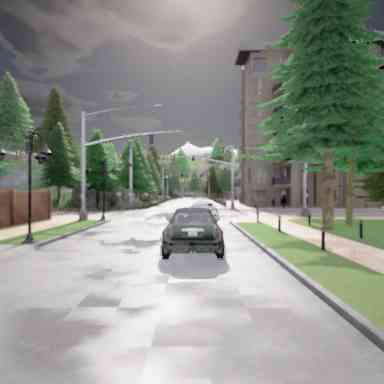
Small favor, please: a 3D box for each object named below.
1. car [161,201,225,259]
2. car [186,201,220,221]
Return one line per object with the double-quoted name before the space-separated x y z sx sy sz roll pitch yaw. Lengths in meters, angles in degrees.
"car" 0.048 1.351 12.740 2.097 1.767 4.553 0 0 1
"car" 1.019 1.531 28.444 1.812 1.442 4.674 0 0 16
